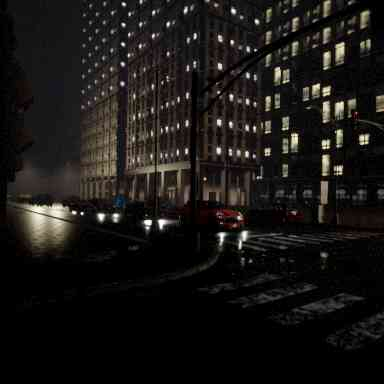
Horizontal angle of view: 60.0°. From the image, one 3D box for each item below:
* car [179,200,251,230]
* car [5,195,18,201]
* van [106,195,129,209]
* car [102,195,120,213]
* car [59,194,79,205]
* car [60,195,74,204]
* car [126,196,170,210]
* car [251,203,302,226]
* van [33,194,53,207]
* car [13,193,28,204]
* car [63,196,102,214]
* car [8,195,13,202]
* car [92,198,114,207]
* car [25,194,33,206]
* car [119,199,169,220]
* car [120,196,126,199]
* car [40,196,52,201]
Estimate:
[{"bbox_3d":[1.111,1.303,20.509,2.097,1.767,4.553,1,-1,-35],"label":"car"},{"bbox_3d":[-40.336,1.378,74.345,2.008,1.369,4.403,1,-1,-35],"label":"car"},{"bbox_3d":[-10.596,1.368,46.973,1.690,1.788,3.998,1,-1,-35],"label":"van"},{"bbox_3d":[-9.960,1.402,36.090,1.882,1.535,5.008,1,-1,-36],"label":"car"},{"bbox_3d":[-21.389,1.311,57.685,2.097,1.767,4.553,1,-1,-35],"label":"car"},{"bbox_3d":[-15.950,1.404,44.585,2.128,1.511,4.902,1,-1,-35],"label":"car"},{"bbox_3d":[-4.501,1.485,33.918,2.128,1.511,4.902,1,-1,-35],"label":"car"},{"bbox_3d":[5.765,1.504,23.951,1.967,1.590,4.097,1,-1,-35],"label":"car"},{"bbox_3d":[-20.698,1.197,46.722,1.690,1.788,3.998,1,-1,-35],"label":"van"},{"bbox_3d":[-30.515,1.155,60.535,2.192,1.841,5.009,1,-1,-35],"label":"car"},{"bbox_3d":[-10.884,1.427,32.908,2.008,1.369,4.403,1,-1,-35],"label":"car"},{"bbox_3d":[-37.064,1.396,69.741,1.947,1.339,4.313,1,-1,-35],"label":"car"},{"bbox_3d":[-13.873,1.586,51.574,1.947,1.339,4.313,1,-1,-35],"label":"car"},{"bbox_3d":[-23.974,1.432,51.324,1.802,1.307,4.206,1,-1,-35],"label":"car"},{"bbox_3d":[-4.093,1.502,27.823,1.994,1.385,4.181,1,-1,-35],"label":"car"},{"bbox_3d":[-7.327,1.584,42.366,2.008,1.369,4.403,1,-1,-35],"label":"car"},{"bbox_3d":[-36.780,1.570,83.802,1.802,1.307,4.206,1,-1,-35],"label":"car"}]
